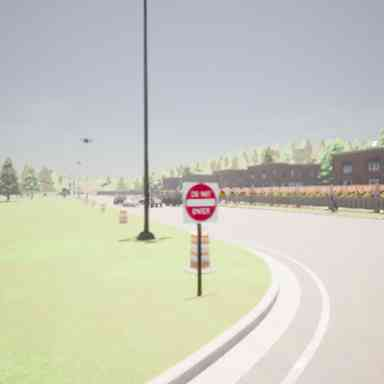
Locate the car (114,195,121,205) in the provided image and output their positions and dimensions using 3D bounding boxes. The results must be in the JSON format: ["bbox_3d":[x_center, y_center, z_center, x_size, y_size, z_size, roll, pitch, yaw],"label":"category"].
[{"bbox_3d":[-12.631,1.347,59.059,2.097,1.767,4.553,0,0,-21],"label":"car"}]

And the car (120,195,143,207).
[{"bbox_3d":[-9.062,1.512,49.769,1.812,1.442,4.674,0,0,-20],"label":"car"}]

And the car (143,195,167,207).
[{"bbox_3d":[-5.791,1.492,51.013,1.812,1.442,4.674,0,0,-20],"label":"car"}]

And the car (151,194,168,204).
[{"bbox_3d":[-6.083,1.305,61.534,2.097,1.767,4.553,0,0,-21],"label":"car"}]

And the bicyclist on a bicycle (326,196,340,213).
[{"bbox_3d":[13.371,1.182,31.468,1.656,1.620,0.582,-1,0,-21],"label":"bicyclist on a bicycle"}]

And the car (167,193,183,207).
[{"bbox_3d":[-2.330,1.166,51.748,2.150,2.045,5.566,0,0,-20],"label":"car"}]

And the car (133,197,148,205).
[{"bbox_3d":[-9.377,1.575,60.353,1.895,1.301,4.718,0,0,-21],"label":"car"}]

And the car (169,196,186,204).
[{"bbox_3d":[-2.819,1.496,62.800,1.994,1.385,4.181,0,0,-21],"label":"car"}]
